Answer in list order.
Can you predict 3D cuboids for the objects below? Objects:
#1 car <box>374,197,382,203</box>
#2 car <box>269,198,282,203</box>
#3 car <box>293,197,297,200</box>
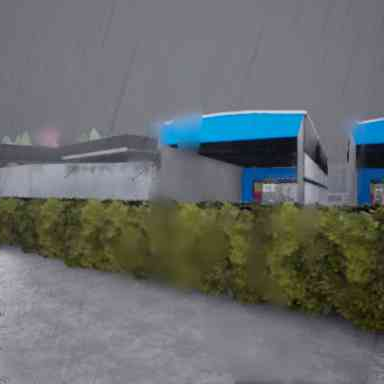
[{"bbox_3d":[37.638,1.973,68.866,1.932,1.855,4.605,0,-1,42],"label":"car"},{"bbox_3d":[20.861,2.117,83.297,1.970,1.475,3.806,0,-1,42],"label":"car"},{"bbox_3d":[25.803,2.037,79.191,2.152,1.636,5.027,0,-1,42],"label":"car"}]
